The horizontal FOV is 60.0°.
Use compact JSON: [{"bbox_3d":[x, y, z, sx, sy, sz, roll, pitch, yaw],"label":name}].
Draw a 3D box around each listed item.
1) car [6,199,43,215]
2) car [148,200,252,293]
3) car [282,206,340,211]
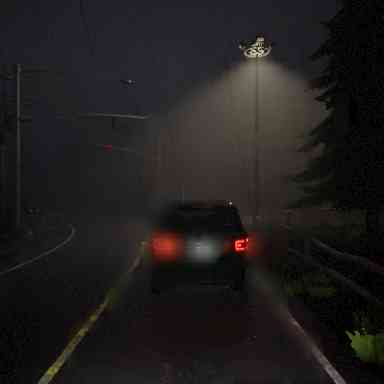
[{"bbox_3d":[-17.202,1.505,33.802,4.892,1.490,1.837,0,0,30],"label":"car"},{"bbox_3d":[0.008,1.221,9.065,2.150,2.045,5.566,0,0,-5],"label":"car"},{"bbox_3d":[10.701,1.628,30.144,4.718,1.301,1.895,0,0,0],"label":"car"}]
